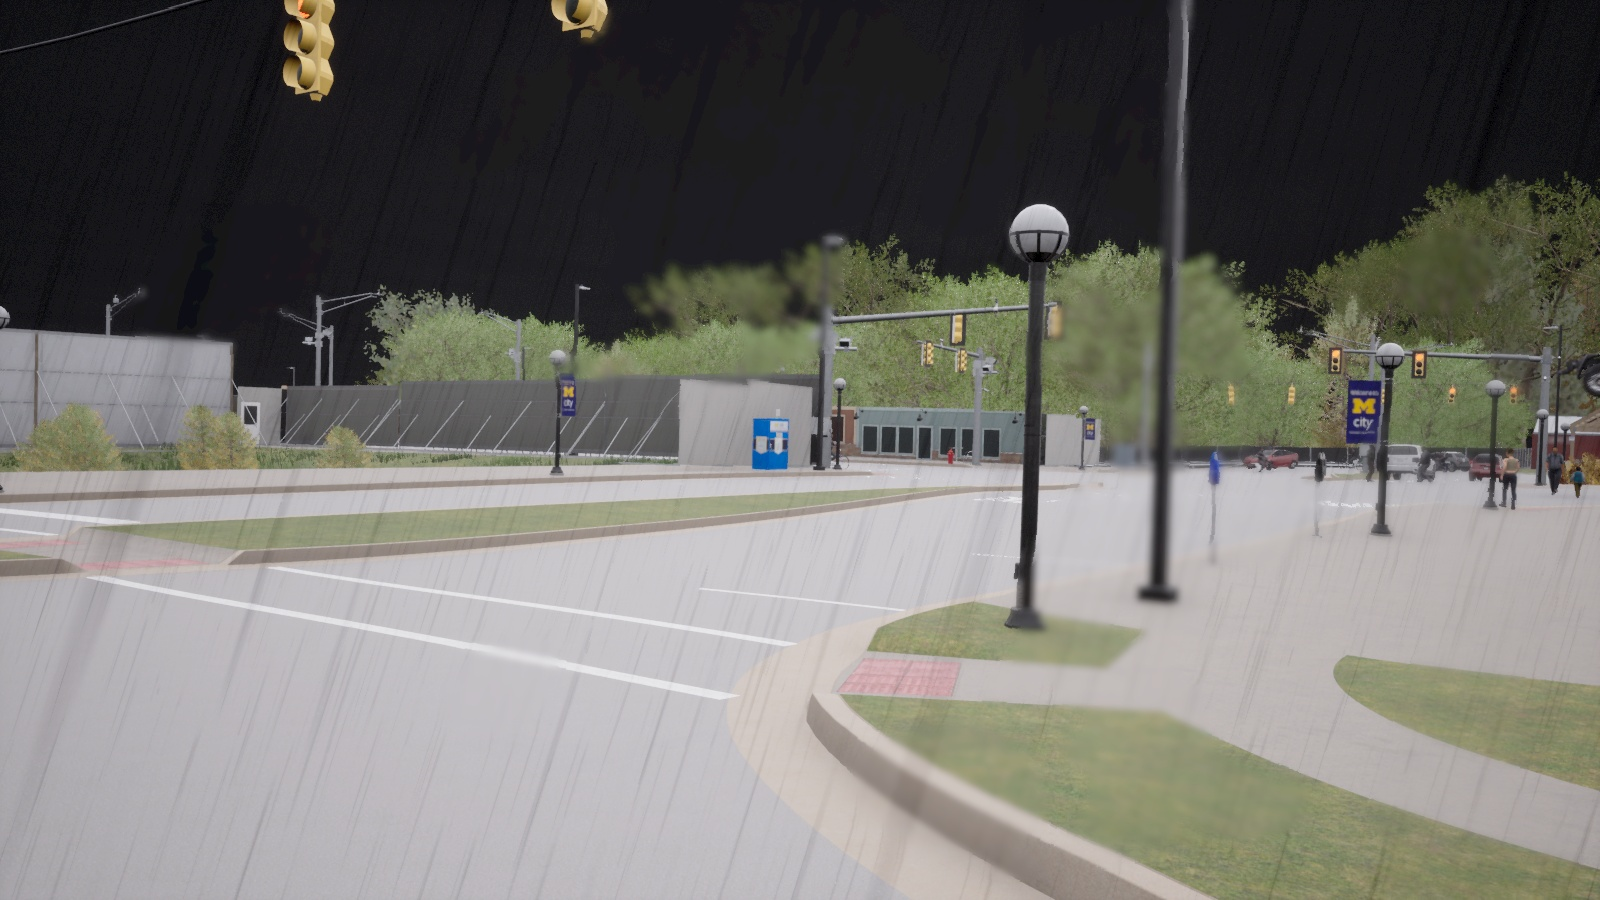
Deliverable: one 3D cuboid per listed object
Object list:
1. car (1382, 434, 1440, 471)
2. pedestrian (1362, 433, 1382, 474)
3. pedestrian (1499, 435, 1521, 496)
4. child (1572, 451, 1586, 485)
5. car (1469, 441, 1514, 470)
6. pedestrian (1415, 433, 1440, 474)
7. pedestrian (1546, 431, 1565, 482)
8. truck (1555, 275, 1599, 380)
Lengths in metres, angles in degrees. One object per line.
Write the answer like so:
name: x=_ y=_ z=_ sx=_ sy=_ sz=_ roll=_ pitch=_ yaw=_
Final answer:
car: x=35.006 y=0.159 z=71.877 sx=2.150 sy=2.045 sz=5.566 roll=0 pitch=0 yaw=35
pedestrian: x=27.262 y=0.154 z=59.842 sx=0.395 sy=1.930 sz=0.692 roll=-1 pitch=2 yaw=-42
pedestrian: x=21.451 y=0.462 z=37.946 sx=0.345 sy=1.836 sz=0.594 roll=1 pitch=2 yaw=11
child: x=27.606 y=0.645 z=44.511 sx=0.343 sy=1.192 sz=0.448 roll=1 pitch=2 yaw=23
car: x=40.740 y=0.294 z=73.916 sx=1.851 sy=1.617 sz=3.988 roll=0 pitch=1 yaw=36
pedestrian: x=29.547 y=0.170 z=59.124 sx=0.849 sy=1.883 sz=0.563 roll=2 pitch=2 yaw=45
pedestrian: x=27.740 y=0.246 z=46.125 sx=0.540 sy=1.848 sz=0.694 roll=2 pitch=2 yaw=32
truck: x=30.150 y=-4.364 z=42.225 sx=7.936 sy=3.462 sz=2.891 roll=-3 pitch=2 yaw=32
